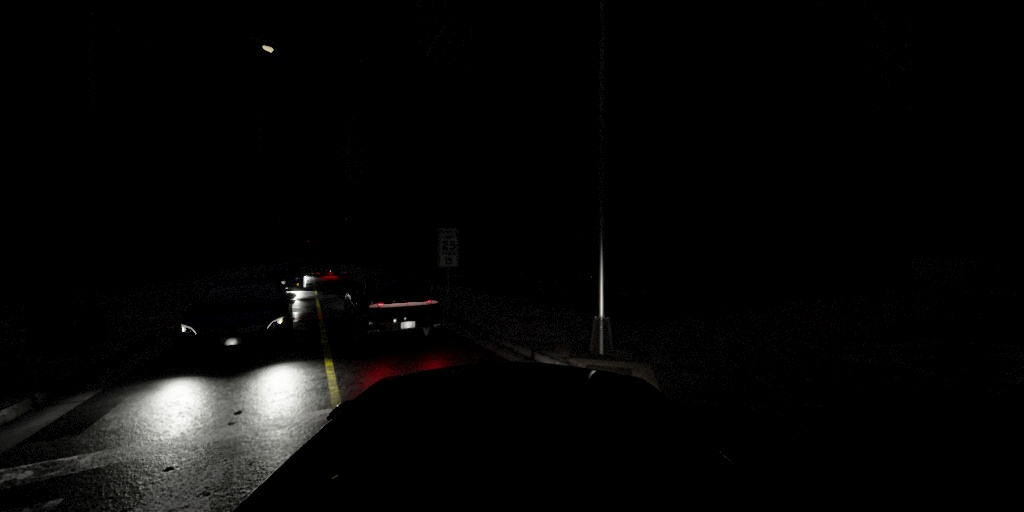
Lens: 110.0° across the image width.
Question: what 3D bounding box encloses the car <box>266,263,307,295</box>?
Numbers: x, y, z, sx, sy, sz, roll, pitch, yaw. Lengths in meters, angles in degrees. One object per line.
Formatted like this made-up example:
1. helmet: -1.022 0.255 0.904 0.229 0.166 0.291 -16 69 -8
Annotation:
1. car: -13.830 1.317 21.849 1.994 1.385 4.181 0 0 -29

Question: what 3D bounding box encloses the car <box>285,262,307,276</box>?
1. car: -23.325 1.390 38.821 1.895 1.301 4.718 0 0 -30

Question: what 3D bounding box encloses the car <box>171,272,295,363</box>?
1. car: -6.271 1.275 8.475 1.812 1.442 4.674 0 0 -31

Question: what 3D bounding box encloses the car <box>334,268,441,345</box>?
1. car: -3.391 1.243 9.691 2.128 1.511 4.902 0 0 -30

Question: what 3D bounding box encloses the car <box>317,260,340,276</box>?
1. car: -19.448 1.265 38.191 1.837 1.490 4.892 0 0 -29
